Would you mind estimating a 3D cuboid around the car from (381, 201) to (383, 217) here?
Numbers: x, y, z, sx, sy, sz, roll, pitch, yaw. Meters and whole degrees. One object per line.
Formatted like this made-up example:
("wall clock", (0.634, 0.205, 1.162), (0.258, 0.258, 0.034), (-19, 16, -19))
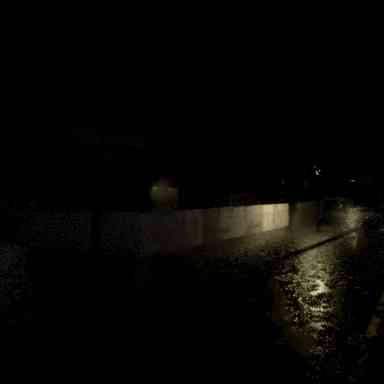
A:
("car", (21.004, 1.488, 34.528), (2.150, 2.045, 5.566), (0, -1, 29))
